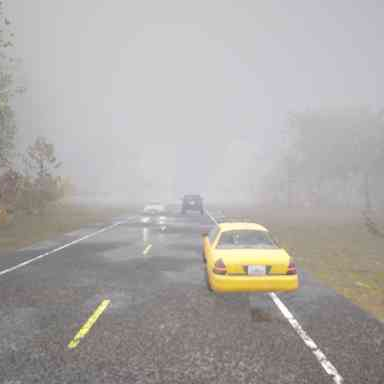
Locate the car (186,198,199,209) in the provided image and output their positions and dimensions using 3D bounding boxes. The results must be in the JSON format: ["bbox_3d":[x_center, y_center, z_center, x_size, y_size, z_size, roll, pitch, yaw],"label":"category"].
[{"bbox_3d":[0.053,1.578,48.292,1.812,1.442,4.674,0,0,1],"label":"car"}]

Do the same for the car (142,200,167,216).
[{"bbox_3d":[-3.587,1.538,32.445,1.812,1.442,4.674,0,0,0],"label":"car"}]

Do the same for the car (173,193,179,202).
[{"bbox_3d":[-3.468,1.371,82.959,2.150,2.045,5.566,0,0,0],"label":"car"}]

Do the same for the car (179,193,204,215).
[{"bbox_3d":[0.077,1.237,34.544,2.150,2.045,5.566,0,0,1],"label":"car"}]

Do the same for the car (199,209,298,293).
[{"bbox_3d":[1.228,1.451,8.854,1.801,1.575,5.366,0,0,0],"label":"car"}]
